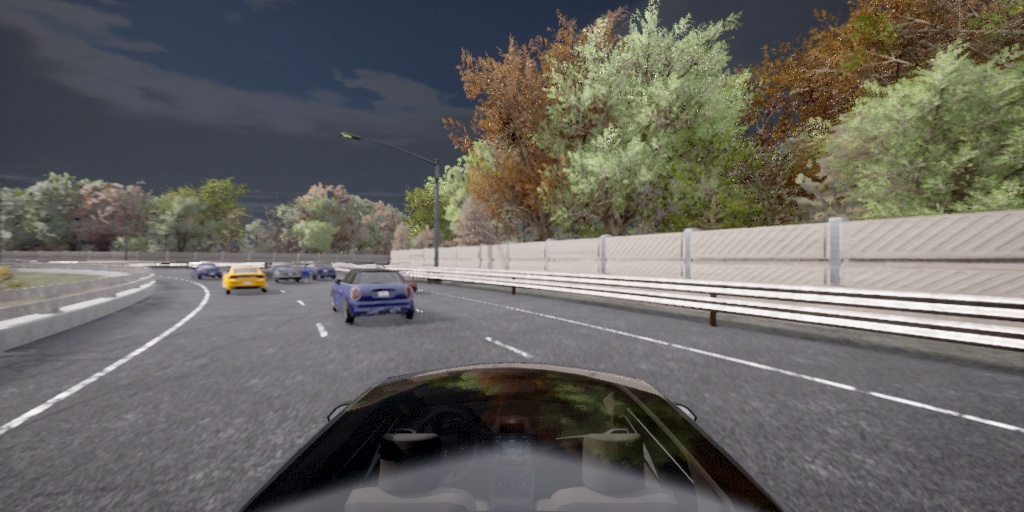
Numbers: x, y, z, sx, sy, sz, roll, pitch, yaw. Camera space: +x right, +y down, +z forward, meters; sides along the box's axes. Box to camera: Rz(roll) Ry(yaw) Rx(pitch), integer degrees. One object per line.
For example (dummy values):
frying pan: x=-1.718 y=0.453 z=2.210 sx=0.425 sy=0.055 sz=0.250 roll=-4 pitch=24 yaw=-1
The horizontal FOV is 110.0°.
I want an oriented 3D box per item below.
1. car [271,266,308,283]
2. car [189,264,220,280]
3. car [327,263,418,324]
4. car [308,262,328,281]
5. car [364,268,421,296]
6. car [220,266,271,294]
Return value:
car: x=-19.579 y=1.525 z=30.551 sx=5.357 sy=1.411 sz=2.033 roll=0 pitch=-1 yaw=45
car: x=-29.644 y=1.500 z=34.816 sx=4.674 sy=1.442 sz=1.812 roll=0 pitch=-1 yaw=40
car: x=-5.089 y=1.202 z=12.808 sx=2.097 sy=1.767 sz=4.553 roll=1 pitch=-1 yaw=-33
car: x=-18.644 y=1.378 z=34.385 sx=4.553 sy=1.767 sz=2.097 roll=0 pitch=-1 yaw=44
car: x=-7.340 y=1.504 z=21.724 sx=1.994 sy=1.385 sz=4.181 roll=1 pitch=-1 yaw=-38
car: x=-16.423 y=1.374 z=21.972 sx=1.882 sy=1.535 sz=5.008 roll=1 pitch=-1 yaw=-41
